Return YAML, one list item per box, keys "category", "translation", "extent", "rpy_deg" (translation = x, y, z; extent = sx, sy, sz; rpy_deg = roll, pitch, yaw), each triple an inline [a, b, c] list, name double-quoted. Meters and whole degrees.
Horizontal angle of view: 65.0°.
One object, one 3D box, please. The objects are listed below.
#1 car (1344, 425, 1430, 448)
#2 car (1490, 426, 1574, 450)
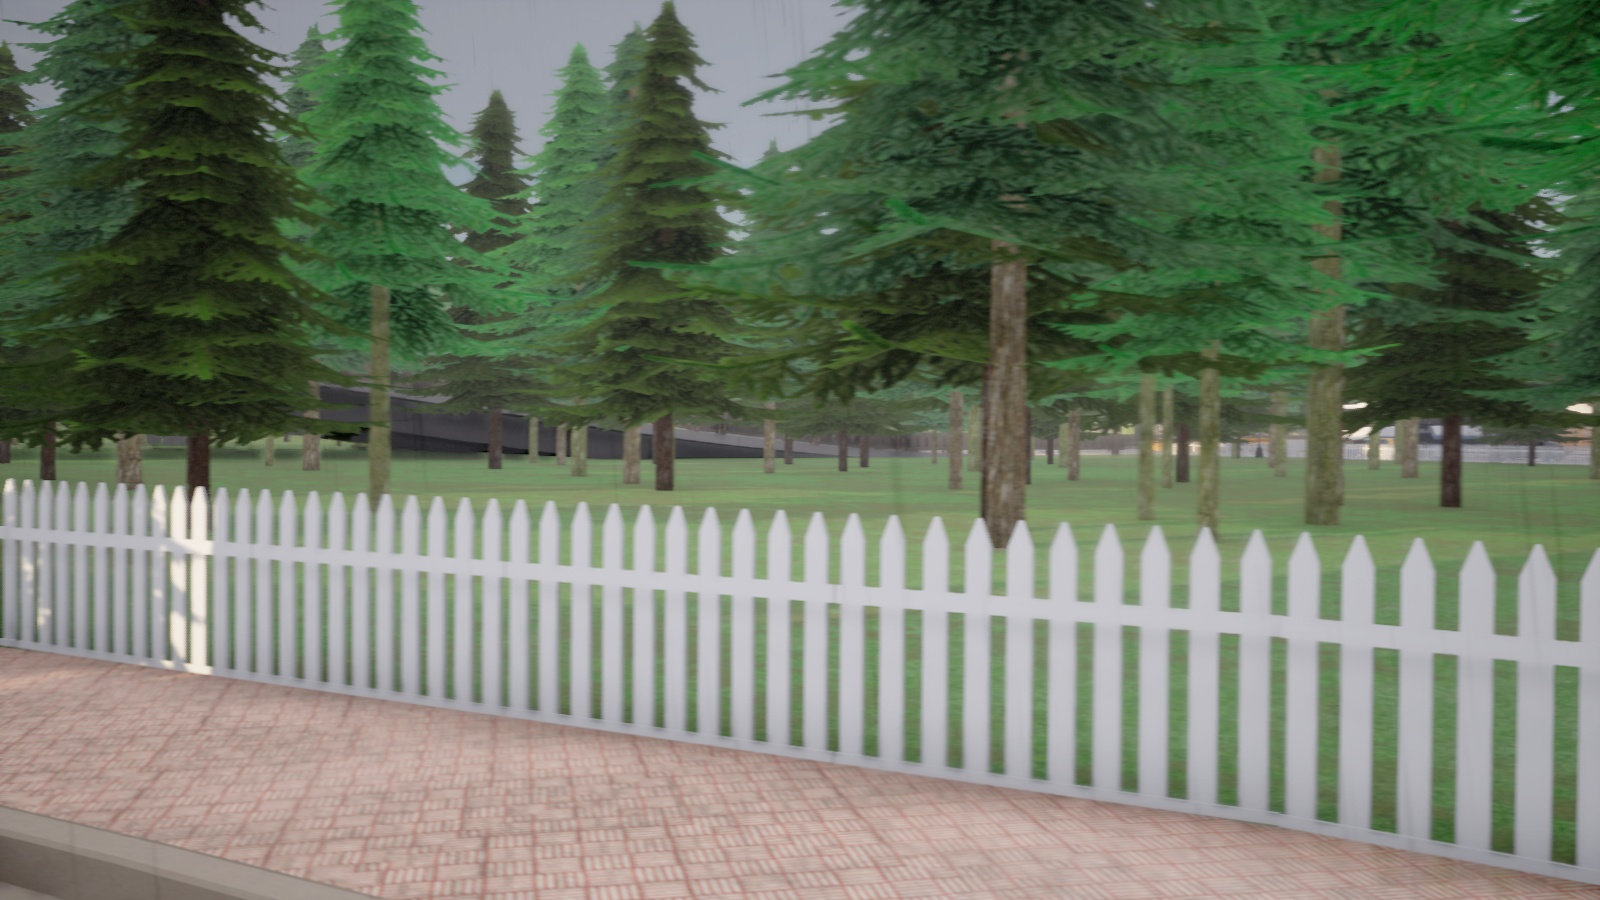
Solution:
- category: "car"
  translation: [41.124, -0.938, 88.119]
  extent: [1.801, 1.575, 5.366]
  rpy_deg: [-1, 1, -33]
- category: "car"
  translation: [46.466, -0.795, 79.781]
  extent: [1.816, 1.474, 4.193]
  rpy_deg: [-1, 1, -33]
